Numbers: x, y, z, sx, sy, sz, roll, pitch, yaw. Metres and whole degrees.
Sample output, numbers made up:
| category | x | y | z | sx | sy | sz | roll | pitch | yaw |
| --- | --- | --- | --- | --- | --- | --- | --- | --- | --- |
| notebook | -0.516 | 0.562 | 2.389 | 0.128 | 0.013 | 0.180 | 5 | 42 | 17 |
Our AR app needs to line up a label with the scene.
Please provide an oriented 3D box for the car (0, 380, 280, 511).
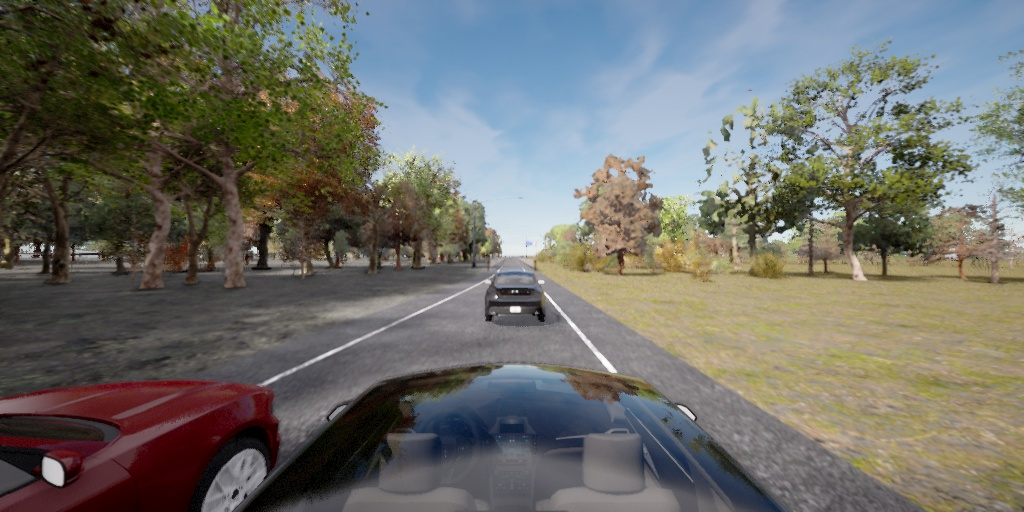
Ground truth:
| category | x | y | z | sx | sy | sz | roll | pitch | yaw |
| --- | --- | --- | --- | --- | --- | --- | --- | --- | --- |
| car | -2.883 | 1.229 | 0.899 | 1.882 | 1.535 | 5.008 | 0 | 0 | 2 |

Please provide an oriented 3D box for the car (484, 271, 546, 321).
| category | x | y | z | sx | sy | sz | roll | pitch | yaw |
| --- | --- | --- | --- | --- | --- | --- | --- | --- | --- |
| car | 0.094 | 1.238 | 12.401 | 1.837 | 1.490 | 4.892 | 0 | 0 | 0 |
